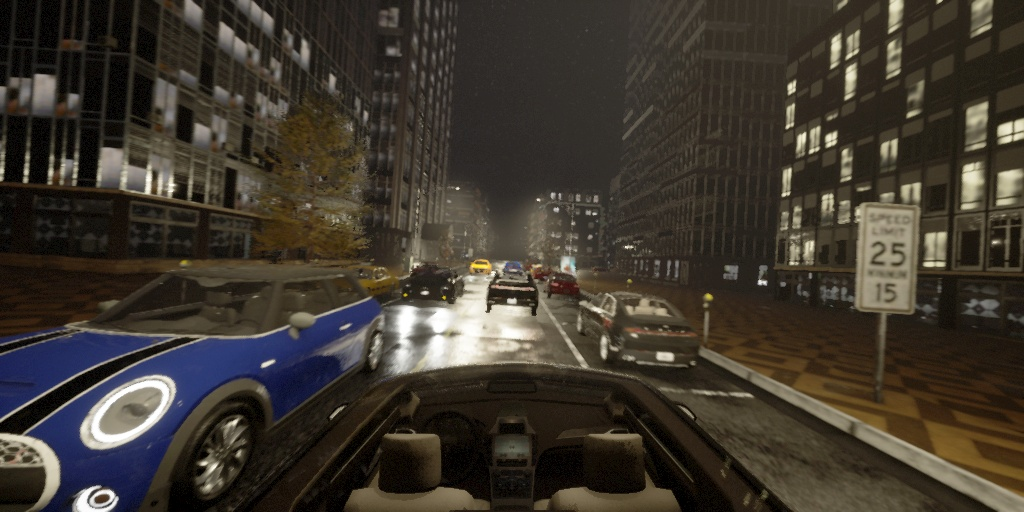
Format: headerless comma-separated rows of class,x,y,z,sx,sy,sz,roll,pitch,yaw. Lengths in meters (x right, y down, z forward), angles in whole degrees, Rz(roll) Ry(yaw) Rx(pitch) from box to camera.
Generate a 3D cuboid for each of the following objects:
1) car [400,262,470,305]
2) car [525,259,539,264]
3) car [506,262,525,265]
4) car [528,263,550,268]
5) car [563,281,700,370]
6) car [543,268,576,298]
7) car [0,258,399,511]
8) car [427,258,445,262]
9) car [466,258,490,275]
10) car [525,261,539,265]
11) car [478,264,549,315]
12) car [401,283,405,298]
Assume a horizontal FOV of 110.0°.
car,-3.151,1.148,15.028,1.994,1.385,4.181,4,0,0
car,2.589,1.370,47.228,2.192,1.841,5.009,0,0,0
car,0.052,1.340,38.495,1.882,1.535,5.008,4,0,0
car,2.587,1.550,30.550,1.888,1.381,4.507,0,0,0
car,2.584,1.490,8.312,2.007,1.370,4.403,0,0,0
car,2.585,1.554,19.431,1.802,1.307,4.207,0,0,0
car,-3.143,0.907,4.097,2.097,1.767,4.553,4,0,0
car,-5.778,1.029,24.994,1.802,1.307,4.207,0,0,0
car,-3.077,1.131,36.123,1.882,1.535,5.008,4,0,1
car,2.588,1.547,36.279,1.751,1.417,4.829,0,0,0
car,0.022,1.280,14.136,2.128,1.511,4.902,4,0,0
car,-5.779,0.940,13.704,1.751,1.417,4.829,0,0,0
